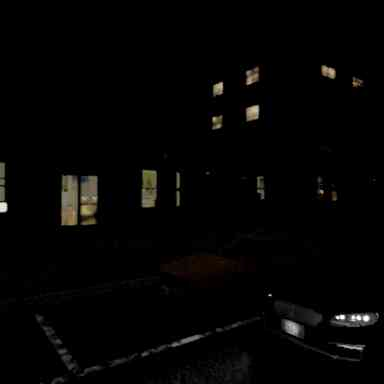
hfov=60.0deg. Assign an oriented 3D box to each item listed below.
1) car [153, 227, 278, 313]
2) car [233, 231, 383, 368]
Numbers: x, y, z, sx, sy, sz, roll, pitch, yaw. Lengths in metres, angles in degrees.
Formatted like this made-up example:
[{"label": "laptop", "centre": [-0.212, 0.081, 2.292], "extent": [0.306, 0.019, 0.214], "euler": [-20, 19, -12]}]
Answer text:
[{"label": "car", "centre": [1.455, 1.529, 7.672], "extent": [4.829, 1.417, 1.752], "euler": [0, 0, -35]}, {"label": "car", "centre": [3.291, 1.495, 5.724], "extent": [4.902, 1.511, 2.128], "euler": [0, 0, -35]}]
